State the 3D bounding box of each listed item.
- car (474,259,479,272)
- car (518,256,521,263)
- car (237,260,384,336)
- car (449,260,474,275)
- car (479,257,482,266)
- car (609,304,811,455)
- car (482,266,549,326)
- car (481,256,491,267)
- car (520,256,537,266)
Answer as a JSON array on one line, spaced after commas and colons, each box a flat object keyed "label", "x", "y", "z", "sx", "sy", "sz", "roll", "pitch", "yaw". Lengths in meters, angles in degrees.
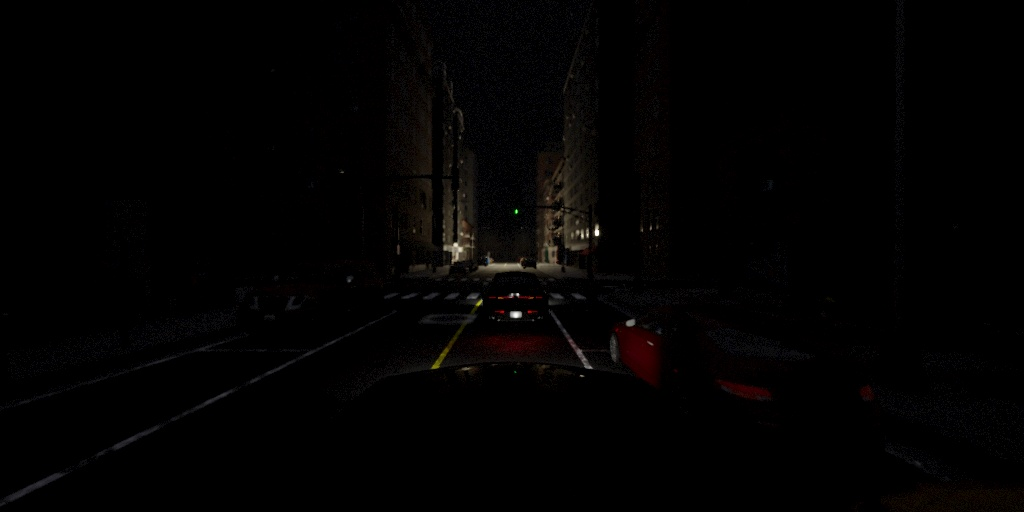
[{"label": "car", "x": -5.393, "y": 1.209, "z": 42.404, "sx": 1.888, "sy": 1.381, "sz": 4.507, "roll": 0, "pitch": 0, "yaw": 0}, {"label": "car", "x": 2.629, "y": 1.050, "z": 64.215, "sx": 1.967, "sy": 1.591, "sz": 4.097, "roll": 0, "pitch": 0, "yaw": 0}, {"label": "car", "x": -5.389, "y": 1.046, "z": 10.486, "sx": 2.192, "sy": 1.841, "sz": 5.009, "roll": 0, "pitch": 0, "yaw": 0}, {"label": "car", "x": -5.392, "y": 1.226, "z": 36.950, "sx": 2.007, "sy": 1.370, "sz": 4.403, "roll": 0, "pitch": 0, "yaw": 0}, {"label": "car", "x": -5.393, "y": 1.176, "z": 47.688, "sx": 1.751, "sy": 1.417, "sz": 4.829, "roll": 0, "pitch": 0, "yaw": 0}, {"label": "car", "x": 2.637, "y": 1.325, "z": 5.066, "sx": 1.802, "sy": 1.307, "sz": 4.207, "roll": 0, "pitch": 0, "yaw": 0}, {"label": "car", "x": 0.097, "y": 1.235, "z": 11.577, "sx": 1.837, "sy": 1.490, "sz": 4.892, "roll": 0, "pitch": 0, "yaw": 0}, {"label": "car", "x": -5.396, "y": 1.176, "z": 64.220, "sx": 1.948, "sy": 1.339, "sz": 4.313, "roll": 0, "pitch": 0, "yaw": 0}, {"label": "car", "x": 2.631, "y": 1.078, "z": 53.306, "sx": 1.967, "sy": 1.591, "sz": 4.097, "roll": 0, "pitch": 0, "yaw": 0}]
